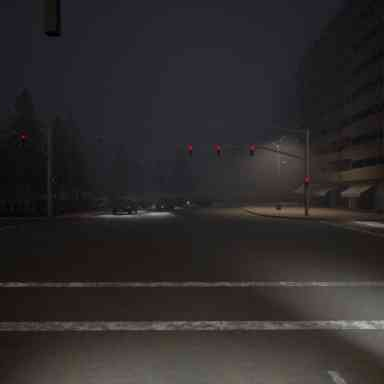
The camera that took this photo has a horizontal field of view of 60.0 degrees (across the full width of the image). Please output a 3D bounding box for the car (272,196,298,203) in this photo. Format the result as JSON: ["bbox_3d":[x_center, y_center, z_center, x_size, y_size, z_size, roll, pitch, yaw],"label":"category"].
[{"bbox_3d":[18.506,1.478,67.505,5.008,1.535,1.882,0,0,-33],"label":"car"}]

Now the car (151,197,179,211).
[{"bbox_3d":[-3.217,1.491,40.587,2.128,1.511,4.902,0,0,4],"label":"car"}]

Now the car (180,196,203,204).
[{"bbox_3d":[-0.023,1.491,63.087,2.128,1.511,4.902,0,0,32],"label":"car"}]

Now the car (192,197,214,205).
[{"bbox_3d":[1.991,1.601,59.544,1.895,1.301,4.718,0,0,31],"label":"car"}]

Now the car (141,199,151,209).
[{"bbox_3d":[-6.407,1.601,44.083,1.895,1.301,4.718,0,0,6],"label":"car"}]

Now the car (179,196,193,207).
[{"bbox_3d":[-1.902,1.547,50.317,2.033,1.411,5.357,0,0,15],"label":"car"}]

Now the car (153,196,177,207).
[{"bbox_3d":[-4.280,1.491,53.926,2.128,1.511,4.902,0,0,20],"label":"car"}]

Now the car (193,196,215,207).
[{"bbox_3d":[2.148,1.491,50.995,2.128,1.511,4.902,0,0,17],"label":"car"}]

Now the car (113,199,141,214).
[{"bbox_3d":[-6.952,1.526,35.004,1.812,1.442,4.674,0,0,2],"label":"car"}]
